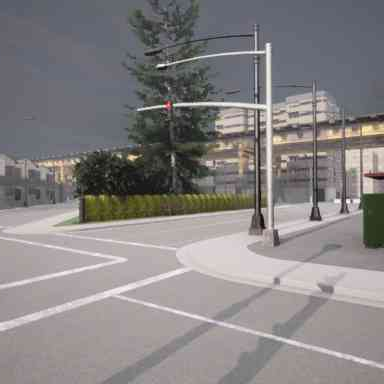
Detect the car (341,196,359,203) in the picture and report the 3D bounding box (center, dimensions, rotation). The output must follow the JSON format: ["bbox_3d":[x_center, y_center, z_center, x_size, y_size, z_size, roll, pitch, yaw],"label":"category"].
[{"bbox_3d":[33.765,1.583,71.003,4.974,1.542,2.038,0,0,-29],"label":"car"}]

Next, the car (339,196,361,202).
[{"bbox_3d":[33.809,1.425,71.030,4.536,1.218,1.853,0,0,-29],"label":"car"}]
